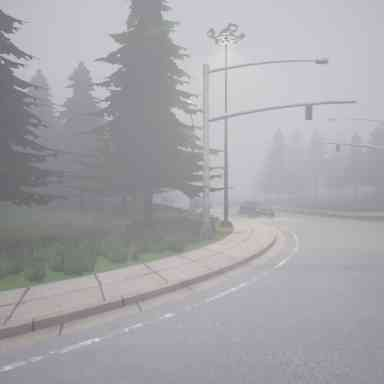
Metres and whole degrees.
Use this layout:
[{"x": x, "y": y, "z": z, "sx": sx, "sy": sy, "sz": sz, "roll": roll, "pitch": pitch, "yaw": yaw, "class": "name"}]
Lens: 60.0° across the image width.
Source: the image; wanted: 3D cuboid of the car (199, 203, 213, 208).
[{"x": 1.430, "y": 1.492, "z": 46.104, "sx": 2.128, "sy": 1.511, "sz": 4.902, "roll": 0, "pitch": 0, "yaw": -16, "class": "car"}]

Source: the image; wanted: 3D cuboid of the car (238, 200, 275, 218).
[{"x": 5.781, "y": 1.504, "z": 30.304, "sx": 1.837, "sy": 1.490, "sz": 4.892, "roll": 0, "pitch": 0, "yaw": -15, "class": "car"}]

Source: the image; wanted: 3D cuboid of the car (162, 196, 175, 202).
[{"x": -4.778, "y": 1.492, "z": 66.878, "sx": 2.128, "sy": 1.511, "sz": 4.902, "roll": 0, "pitch": 0, "yaw": -17, "class": "car"}]
